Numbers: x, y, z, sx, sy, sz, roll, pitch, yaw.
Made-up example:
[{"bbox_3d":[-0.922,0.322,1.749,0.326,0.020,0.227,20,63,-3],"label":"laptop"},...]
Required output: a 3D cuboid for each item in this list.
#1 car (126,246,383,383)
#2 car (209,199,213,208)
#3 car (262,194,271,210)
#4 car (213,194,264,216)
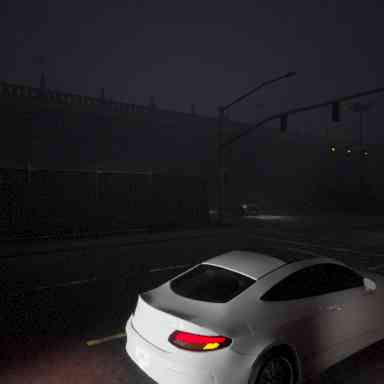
[{"bbox_3d":[1.378,1.526,4.766,4.674,1.442,1.812,0,0,-35],"label":"car"},{"bbox_3d":[1.730,1.581,44.422,1.812,1.442,4.674,0,0,-35],"label":"car"},{"bbox_3d":[7.473,1.277,42.396,2.150,2.045,5.566,0,0,-35],"label":"car"},{"bbox_3d":[4.633,1.407,33.976,2.097,1.767,4.553,0,0,-36],"label":"car"}]
